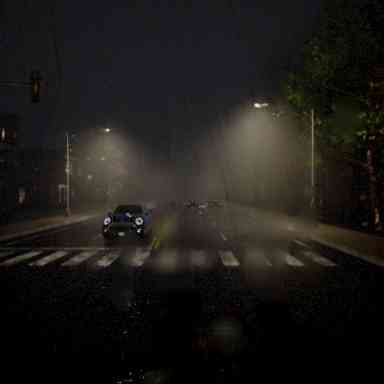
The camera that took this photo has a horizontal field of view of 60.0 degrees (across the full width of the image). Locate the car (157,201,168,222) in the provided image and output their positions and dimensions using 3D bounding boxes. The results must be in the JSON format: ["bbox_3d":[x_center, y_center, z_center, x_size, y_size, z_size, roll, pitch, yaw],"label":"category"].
[{"bbox_3d":[-3.351,1.672,27.161,1.994,1.385,4.181,0,0,0],"label":"car"}]

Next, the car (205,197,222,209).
[{"bbox_3d":[3.351,1.797,49.773,1.895,1.301,4.718,0,0,0],"label":"car"}]

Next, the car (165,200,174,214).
[{"bbox_3d":[-3.346,1.748,37.097,1.895,1.301,4.718,0,0,0],"label":"car"}]

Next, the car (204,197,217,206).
[{"bbox_3d":[3.248,1.725,59.779,2.128,1.511,4.902,0,0,0],"label":"car"}]

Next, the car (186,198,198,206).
[{"bbox_3d":[0.012,1.787,61.223,2.033,1.411,5.357,0,0,0],"label":"car"}]

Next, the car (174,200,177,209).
[{"bbox_3d":[-3.290,1.796,49.627,1.895,1.301,4.718,0,0,1],"label":"car"}]

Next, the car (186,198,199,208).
[{"bbox_3d":[0.098,1.802,51.024,1.895,1.301,4.718,0,0,0],"label":"car"}]

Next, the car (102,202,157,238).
[{"bbox_3d":[-3.350,1.425,18.107,2.097,1.767,4.553,0,0,0],"label":"car"}]
